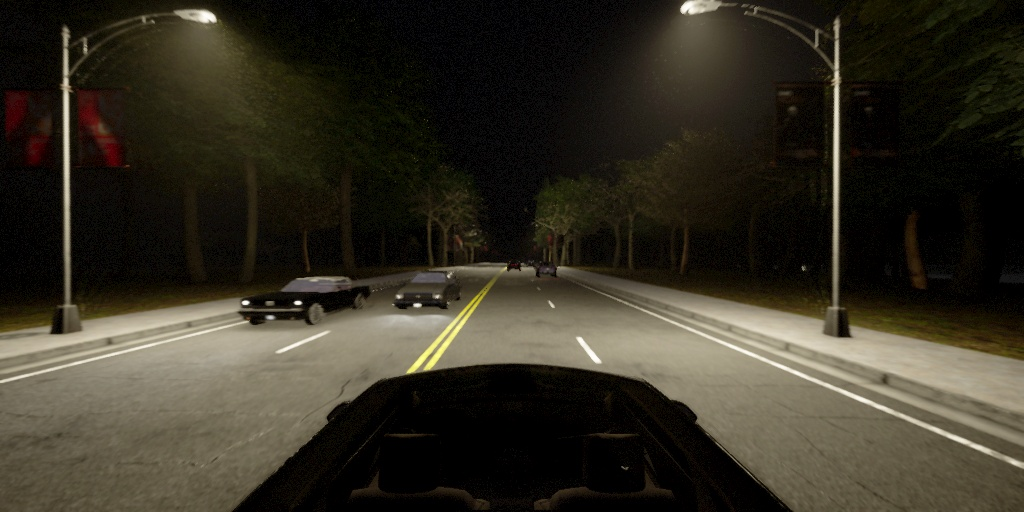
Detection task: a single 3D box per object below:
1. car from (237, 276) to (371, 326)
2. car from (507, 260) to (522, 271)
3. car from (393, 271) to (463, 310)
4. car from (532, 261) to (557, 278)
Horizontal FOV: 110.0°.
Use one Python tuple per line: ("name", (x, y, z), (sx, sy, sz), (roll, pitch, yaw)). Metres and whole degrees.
("car", (-6.528, 1.366, 11.921), (1.895, 1.301, 4.718), (0, 0, 1))
("car", (0.336, 1.395, 51.295), (1.837, 1.490, 4.892), (0, -1, 1))
("car", (-3.240, 1.319, 14.990), (2.033, 1.411, 5.357), (0, 0, 0))
("car", (3.363, 1.315, 35.793), (2.033, 1.649, 4.856), (0, -1, 1))
